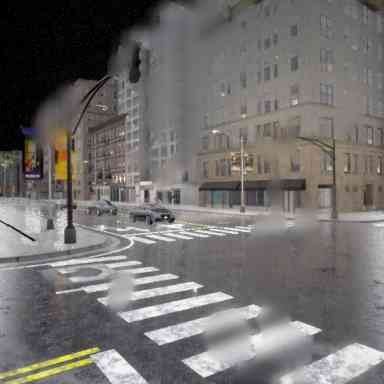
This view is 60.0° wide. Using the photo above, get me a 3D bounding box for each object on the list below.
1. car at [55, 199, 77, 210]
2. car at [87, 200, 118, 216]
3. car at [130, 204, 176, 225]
[{"bbox_3d":[-16.590,1.611,43.794,1.994,1.385,4.181,-1,0,-35],"label":"car"},{"bbox_3d":[-9.044,1.542,33.223,1.837,1.490,4.892,-1,0,-36],"label":"car"},{"bbox_3d":[-2.993,1.594,24.773,1.994,1.385,4.181,-1,0,-36],"label":"car"}]
